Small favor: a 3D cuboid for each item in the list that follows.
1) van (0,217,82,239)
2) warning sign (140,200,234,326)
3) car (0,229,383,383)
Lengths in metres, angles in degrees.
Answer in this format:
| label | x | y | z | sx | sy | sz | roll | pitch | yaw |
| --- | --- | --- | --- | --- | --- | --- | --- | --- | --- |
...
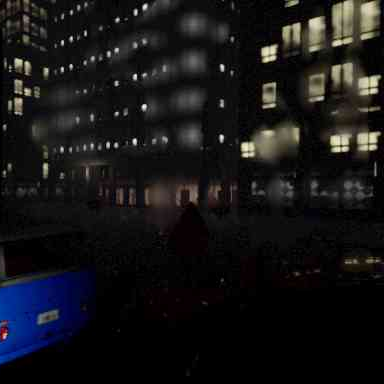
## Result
| label | x | y | z | sx | sy | sz | roll | pitch | yaw |
| --- | --- | --- | --- | --- | --- | --- | --- | --- | --- |
| van | -3.289 | 1.300 | 5.214 | 3.998 | 1.788 | 1.690 | 0 | 1 | 36 |
| warning sign | -0.054 | 1.090 | 5.838 | 1.060 | 1.860 | 1.300 | 1 | 0 | 35 |
| car | 1.210 | 1.314 | 2.005 | 5.009 | 1.841 | 2.192 | 1 | 1 | 35 |
